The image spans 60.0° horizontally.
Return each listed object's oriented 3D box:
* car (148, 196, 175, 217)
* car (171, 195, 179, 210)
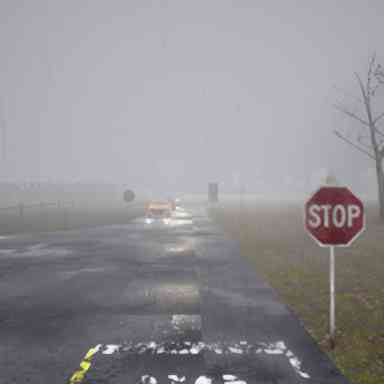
[{"bbox_3d":[-2.935,1.459,31.037,1.882,1.535,5.008,0,0,0],"label":"car"},{"bbox_3d":[-2.955,1.478,40.716,1.837,1.490,4.892,0,0,0],"label":"car"}]
